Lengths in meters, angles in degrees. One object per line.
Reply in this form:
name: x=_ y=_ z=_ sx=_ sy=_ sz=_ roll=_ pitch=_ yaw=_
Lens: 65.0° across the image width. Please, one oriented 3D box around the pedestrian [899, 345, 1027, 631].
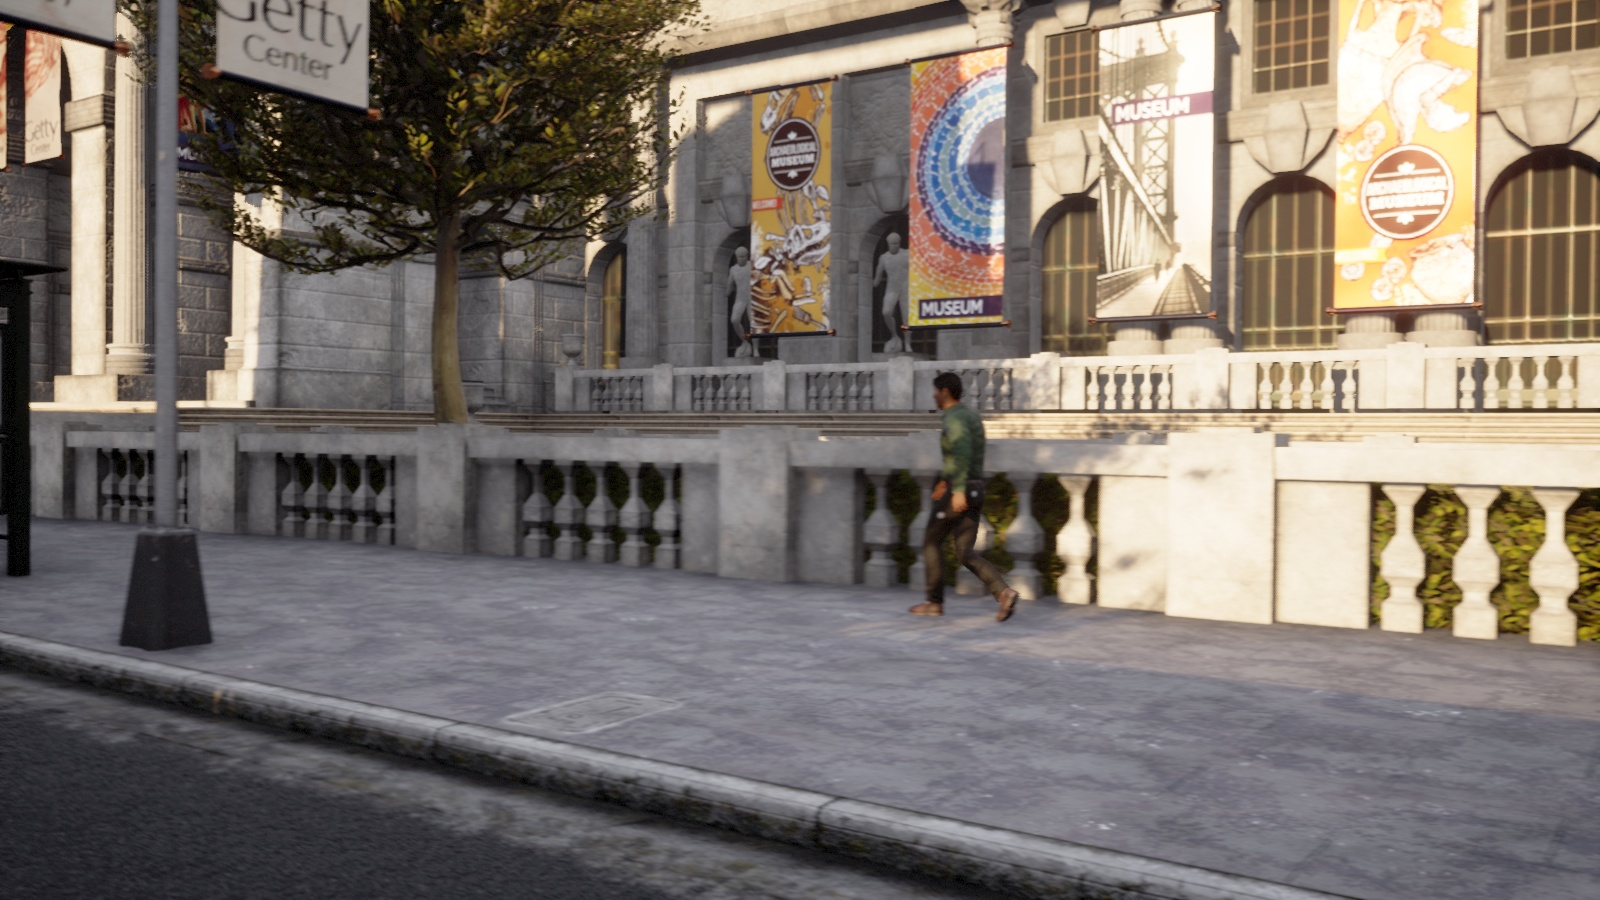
pedestrian: x=1.161 y=0.255 z=8.954 sx=0.788 sy=1.949 sz=0.423 roll=0 pitch=1 yaw=35
